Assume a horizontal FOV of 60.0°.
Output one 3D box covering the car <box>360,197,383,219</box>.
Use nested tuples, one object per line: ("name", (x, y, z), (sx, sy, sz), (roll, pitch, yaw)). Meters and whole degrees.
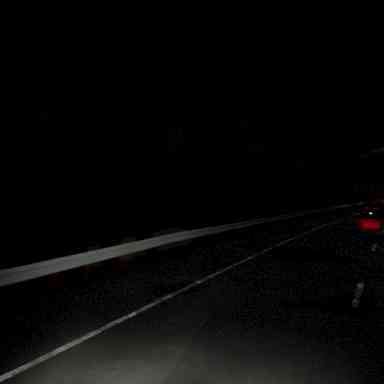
("car", (16.200, 1.503, 29.493), (1.837, 1.490, 4.892), (0, 0, 35))

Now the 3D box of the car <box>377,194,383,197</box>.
("car", (22.298, 1.219, 38.004), (2.150, 2.045, 5.566), (0, 0, 36))
